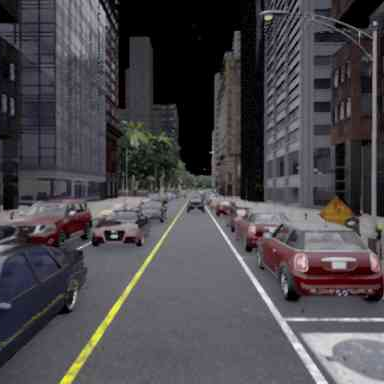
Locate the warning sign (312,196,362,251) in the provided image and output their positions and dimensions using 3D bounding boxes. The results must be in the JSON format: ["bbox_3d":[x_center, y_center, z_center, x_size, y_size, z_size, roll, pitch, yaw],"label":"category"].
[{"bbox_3d":[5.166,1.082,11.927,1.300,1.860,1.060,0,0,0],"label":"warning sign"}]

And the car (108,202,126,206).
[{"bbox_3d":[-5.561,1.430,24.464,1.752,1.417,4.829,0,0,1],"label":"car"}]

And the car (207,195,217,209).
[{"bbox_3d":[3.108,1.391,40.998,1.752,1.417,4.829,0,0,1],"label":"car"}]

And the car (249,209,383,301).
[{"bbox_3d":[2.822,1.415,8.279,1.967,1.590,4.097,0,0,1],"label":"car"}]

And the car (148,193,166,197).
[{"bbox_3d":[-5.371,1.150,46.336,2.192,1.841,5.009,0,0,1],"label":"car"}]

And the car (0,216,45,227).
[{"bbox_3d":[-5.702,1.526,8.356,1.947,1.339,4.313,0,0,1],"label":"car"}]

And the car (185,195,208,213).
[{"bbox_3d":[0.399,1.385,35.310,1.837,1.490,4.892,0,0,0],"label":"car"}]

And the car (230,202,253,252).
[{"bbox_3d":[2.870,1.396,13.704,1.967,1.590,4.097,0,0,1],"label":"car"}]

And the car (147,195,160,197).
[{"bbox_3d":[-5.418,1.433,40.912,1.802,1.307,4.206,0,0,1],"label":"car"}]

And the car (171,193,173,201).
[{"bbox_3d":[-5.228,1.335,62.614,1.887,1.381,4.507,0,0,1],"label":"car"}]

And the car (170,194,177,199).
[{"bbox_3d":[-4.991,1.299,89.744,1.802,1.307,4.206,0,0,1],"label":"car"}]

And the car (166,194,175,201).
[{"bbox_3d":[-5.086,1.188,78.892,1.967,1.590,4.097,0,0,1],"label":"car"}]

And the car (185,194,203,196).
[{"bbox_3d":[0.417,1.391,47.016,2.033,1.411,5.357,0,0,1],"label":"car"}]

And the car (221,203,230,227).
[{"bbox_3d":[2.918,1.519,19.129,1.802,1.307,4.206,0,0,1],"label":"car"}]

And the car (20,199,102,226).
[{"bbox_3d":[-5.655,1.256,13.781,2.192,1.841,5.009,0,0,1],"label":"car"}]

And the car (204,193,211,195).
[{"bbox_3d":[3.201,1.275,51.677,1.967,1.590,4.097,0,0,1],"label":"car"}]

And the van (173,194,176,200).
[{"bbox_3d":[-5.134,1.104,73.465,1.690,1.788,3.998,0,0,1],"label":"van"}]

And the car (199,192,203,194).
[{"bbox_3d":[3.438,1.078,78.801,2.192,1.841,5.009,0,0,1],"label":"car"}]

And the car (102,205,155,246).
[{"bbox_3d":[-2.988,1.506,14.751,1.994,1.385,4.181,0,0,0],"label":"car"}]

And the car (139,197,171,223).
[{"bbox_3d":[-2.878,1.412,24.943,1.837,1.490,4.892,0,0,1],"label":"car"}]

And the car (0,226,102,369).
[{"bbox_3d":[-3.077,1.525,4.795,2.033,1.411,5.357,0,0,-1],"label":"car"}]

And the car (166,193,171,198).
[{"bbox_3d":[-5.276,1.120,57.188,2.192,1.841,5.009,0,0,1],"label":"car"}]

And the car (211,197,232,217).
[{"bbox_3d":[3.012,1.445,29.978,1.887,1.381,4.507,0,0,1],"label":"car"}]

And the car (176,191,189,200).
[{"bbox_3d":[-2.327,0.771,78.017,2.150,2.045,5.566,0,0,1],"label":"car"}]
